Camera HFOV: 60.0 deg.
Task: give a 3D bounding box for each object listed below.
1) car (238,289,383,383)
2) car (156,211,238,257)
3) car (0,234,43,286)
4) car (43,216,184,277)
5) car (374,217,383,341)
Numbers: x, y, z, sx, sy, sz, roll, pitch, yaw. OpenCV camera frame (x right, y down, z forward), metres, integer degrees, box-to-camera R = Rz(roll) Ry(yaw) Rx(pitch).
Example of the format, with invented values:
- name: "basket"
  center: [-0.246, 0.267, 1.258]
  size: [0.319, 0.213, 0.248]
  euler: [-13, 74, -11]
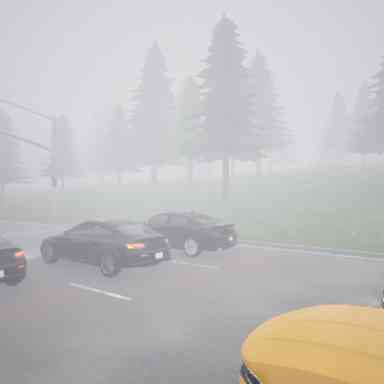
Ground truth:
- name: "car"
  center: [2.693, 1.478, 2.072]
  size: [5.008, 1.535, 1.882]
  euler: [0, 0, 36]
- name: "car"
  center: [-0.654, 1.477, 13.022]
  size: [5.008, 1.535, 1.882]
  euler: [0, 0, 36]
- name: "car"
  center: [-5.844, 1.525, 8.137]
  size: [4.674, 1.442, 1.812]
  euler: [0, 0, 36]
- name: "car"
  center: [-2.739, 1.525, 10.210]
  size: [4.674, 1.442, 1.812]
  euler: [0, 0, 36]
- name: "car"
  center: [5.224, 1.356, 4.564]
  size: [4.553, 1.767, 2.097]
  euler: [1, 0, 36]
